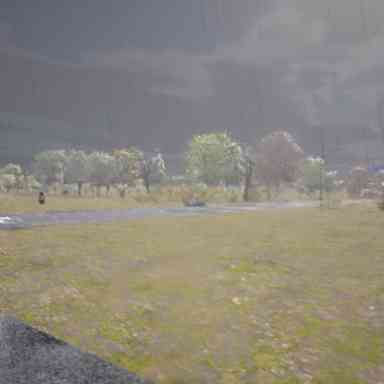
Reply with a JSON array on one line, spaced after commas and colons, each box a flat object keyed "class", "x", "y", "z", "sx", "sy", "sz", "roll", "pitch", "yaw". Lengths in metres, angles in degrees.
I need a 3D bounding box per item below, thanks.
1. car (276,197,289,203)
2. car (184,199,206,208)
[{"class": "car", "x": 23.337, "y": 2.010, "z": 85.524, "sx": 2.097, "sy": 1.767, "sz": 4.553, "roll": 2, "pitch": 0, "yaw": 36}, {"class": "car", "x": 0.472, "y": 1.793, "z": 53.935, "sx": 1.994, "sy": 1.385, "sz": 4.181, "roll": 2, "pitch": 1, "yaw": 36}]
